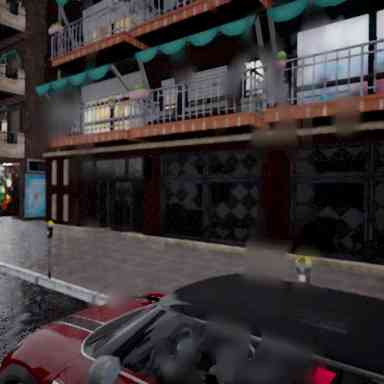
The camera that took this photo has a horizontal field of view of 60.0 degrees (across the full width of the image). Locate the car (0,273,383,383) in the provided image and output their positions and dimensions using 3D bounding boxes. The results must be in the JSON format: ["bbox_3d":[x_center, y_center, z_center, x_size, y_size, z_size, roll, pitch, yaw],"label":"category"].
[{"bbox_3d":[0.256,1.408,2.560,4.097,1.590,1.967,2,0,36],"label":"car"}]
